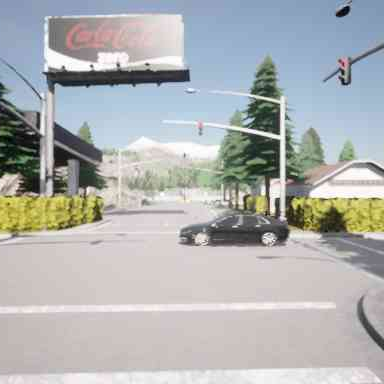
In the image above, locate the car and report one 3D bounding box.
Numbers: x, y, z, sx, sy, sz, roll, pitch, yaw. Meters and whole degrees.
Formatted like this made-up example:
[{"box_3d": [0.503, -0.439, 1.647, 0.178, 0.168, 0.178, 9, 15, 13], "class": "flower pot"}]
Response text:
[{"box_3d": [1.883, 1.700, 15.054, 4.892, 1.490, 1.837, 0, -1, 0], "class": "car"}]
